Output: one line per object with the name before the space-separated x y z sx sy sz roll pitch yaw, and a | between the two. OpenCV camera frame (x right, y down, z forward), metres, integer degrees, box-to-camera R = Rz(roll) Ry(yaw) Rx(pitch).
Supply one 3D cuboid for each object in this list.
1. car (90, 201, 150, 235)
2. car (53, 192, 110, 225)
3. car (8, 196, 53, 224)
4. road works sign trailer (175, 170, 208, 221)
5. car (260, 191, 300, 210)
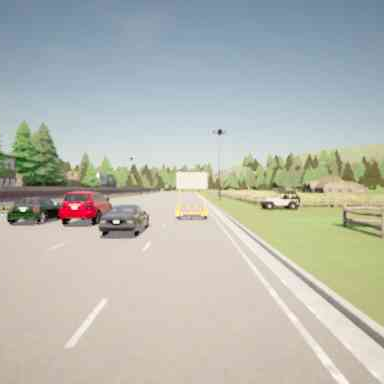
car | -3.407 1.367 17.477 2.033 1.411 5.357 0 1 0
car | -6.907 0.992 22.216 2.150 2.045 5.566 0 1 0
car | -10.409 1.119 22.607 2.097 1.767 4.553 0 1 0
road works sign trailer | -0.009 0.211 24.514 2.380 3.560 2.880 0 1 0
car | 8.910 0.867 33.528 3.866 1.878 1.905 0 1 0
